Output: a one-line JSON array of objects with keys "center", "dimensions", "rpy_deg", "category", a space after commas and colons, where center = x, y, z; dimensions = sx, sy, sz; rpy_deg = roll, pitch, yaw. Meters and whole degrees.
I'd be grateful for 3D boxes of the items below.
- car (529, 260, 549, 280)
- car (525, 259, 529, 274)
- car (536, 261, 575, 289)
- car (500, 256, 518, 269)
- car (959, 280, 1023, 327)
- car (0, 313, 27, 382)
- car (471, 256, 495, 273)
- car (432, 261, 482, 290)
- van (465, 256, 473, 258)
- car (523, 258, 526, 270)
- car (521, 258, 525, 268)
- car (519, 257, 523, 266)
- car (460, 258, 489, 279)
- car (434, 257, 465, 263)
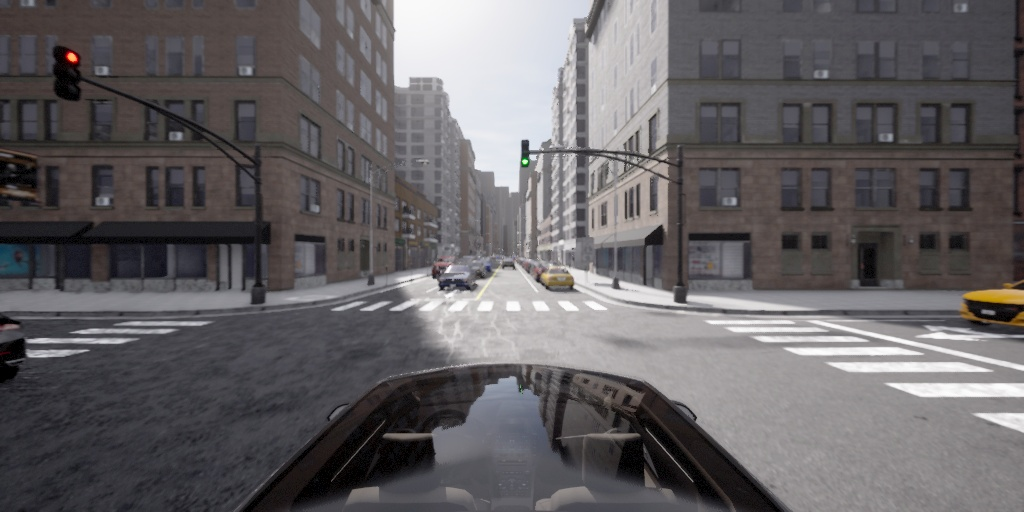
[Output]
[{"center": [2.647, 1.118, 27.420], "dimensions": [1.967, 1.591, 4.097], "rpy_deg": [0, 0, -1], "category": "car"}, {"center": [2.585, 1.213, 32.945], "dimensions": [2.007, 1.370, 4.403], "rpy_deg": [0, 0, -1], "category": "car"}, {"center": [2.707, 1.219, 22.064], "dimensions": [1.751, 1.417, 4.829], "rpy_deg": [0, 0, -1], "category": "car"}, {"center": [-0.478, 1.113, 50.976], "dimensions": [1.837, 1.490, 4.892], "rpy_deg": [0, 0, -1], "category": "car"}, {"center": [14.831, 1.181, 9.312], "dimensions": [5.008, 1.535, 1.882], "rpy_deg": [0, 0, -1], "category": "car"}, {"center": [-9.632, 1.231, 5.302], "dimensions": [4.902, 1.511, 2.128], "rpy_deg": [0, 0, 18], "category": "car"}, {"center": [-3.380, 1.116, 42.340], "dimensions": [1.882, 1.535, 5.008], "rpy_deg": [0, 0, -1], "category": "car"}, {"center": [-3.249, 1.245, 22.250], "dimensions": [2.033, 1.411, 5.357], "rpy_deg": [0, 0, -1], "category": "car"}, {"center": [-6.127, 0.959, 49.427], "dimensions": [1.690, 1.789, 3.998], "rpy_deg": [0, 0, -1], "category": "van"}, {"center": [2.523, 1.211, 38.471], "dimensions": [1.948, 1.339, 4.313], "rpy_deg": [0, 0, -1], "category": "car"}, {"center": [2.460, 1.173, 43.998], "dimensions": [1.888, 1.381, 4.507], "rpy_deg": [0, 0, -1], "category": "car"}, {"center": [2.398, 1.161, 49.522], "dimensions": [2.007, 1.370, 4.403], "rpy_deg": [0, 0, -1], "category": "car"}, {"center": [-3.322, 1.175, 31.949], "dimensions": [1.837, 1.490, 4.892], "rpy_deg": [0, 0, 0], "category": "car"}, {"center": [-5.940, 0.985, 32.850], "dimensions": [2.192, 1.841, 5.009], "rpy_deg": [0, 0, -1], "category": "car"}]
